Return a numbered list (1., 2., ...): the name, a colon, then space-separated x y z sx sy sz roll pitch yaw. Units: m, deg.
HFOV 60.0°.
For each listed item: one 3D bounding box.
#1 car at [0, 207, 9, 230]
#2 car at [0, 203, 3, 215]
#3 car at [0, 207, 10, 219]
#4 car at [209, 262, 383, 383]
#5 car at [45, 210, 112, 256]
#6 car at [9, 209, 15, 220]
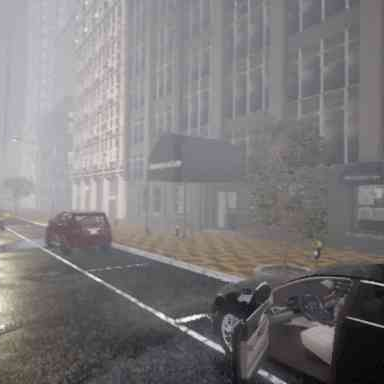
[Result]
1. car: -16.100 2.061 26.221 2.097 1.767 4.553 2 -2 -35
2. car: -31.470 2.701 52.561 2.192 1.841 5.009 0 -1 -35
3. car: -25.039 2.685 43.413 1.752 1.417 4.829 0 -1 -35
4. car: 2.175 1.654 4.147 1.837 1.490 4.892 2 -2 -35
5. car: -5.364 1.765 15.431 2.192 1.841 5.009 0 -1 -35
6. car: -21.777 2.570 38.772 1.752 1.417 4.829 0 -1 -35
